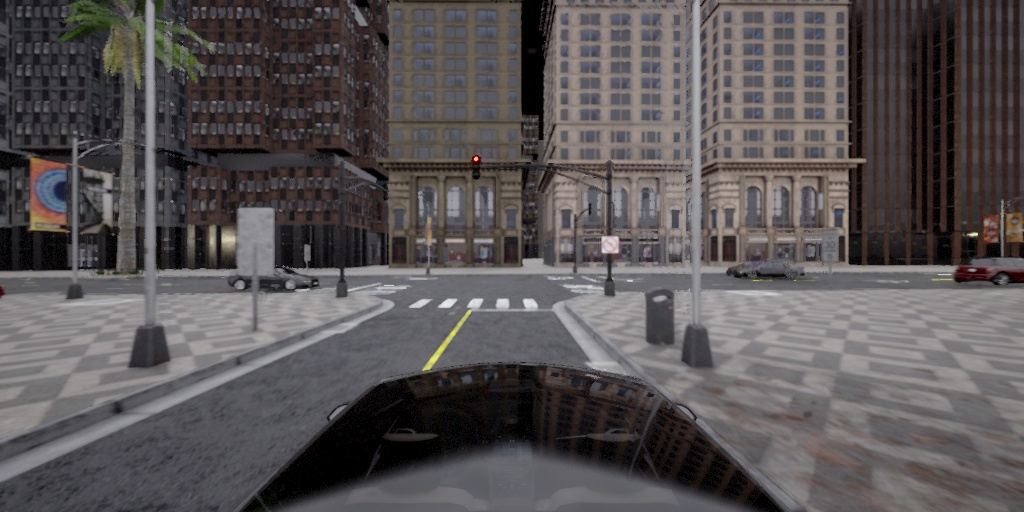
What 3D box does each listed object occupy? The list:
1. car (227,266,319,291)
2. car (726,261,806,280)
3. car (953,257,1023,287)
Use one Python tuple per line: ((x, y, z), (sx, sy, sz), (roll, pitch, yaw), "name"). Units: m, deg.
((-14.131, 1.333, 21.378), (4.892, 1.490, 1.837), (1, 0, -1), "car")
((19.986, 1.121, 28.281), (5.357, 1.411, 2.033), (0, 0, 0), "car")
((30.014, 0.876, 21.768), (4.553, 1.767, 2.097), (0, 0, -1), "car")
